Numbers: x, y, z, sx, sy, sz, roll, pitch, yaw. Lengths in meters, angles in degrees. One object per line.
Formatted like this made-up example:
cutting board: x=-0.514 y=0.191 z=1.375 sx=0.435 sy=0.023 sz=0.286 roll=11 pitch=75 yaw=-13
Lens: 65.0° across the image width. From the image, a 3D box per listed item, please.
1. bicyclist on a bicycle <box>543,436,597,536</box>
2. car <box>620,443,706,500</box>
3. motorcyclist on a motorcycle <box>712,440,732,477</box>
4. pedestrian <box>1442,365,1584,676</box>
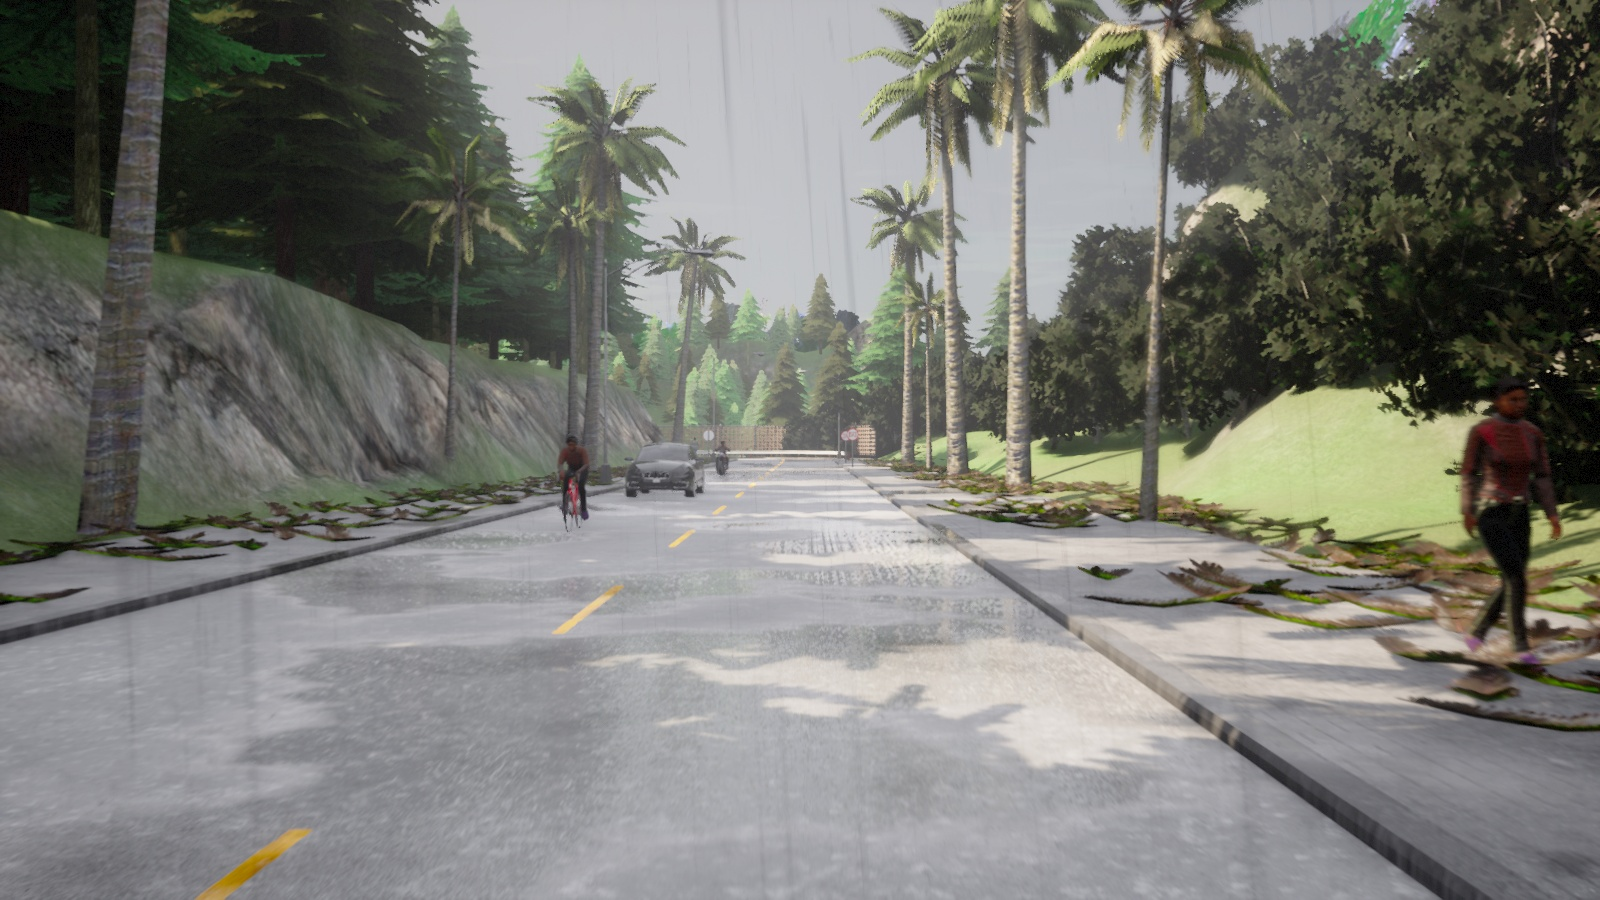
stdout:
bicyclist on a bicycle: x=-3.859 y=0.577 z=21.166 sx=0.582 sy=1.620 sz=1.656 roll=0 pitch=1 yaw=0
car: x=-3.769 y=0.549 z=35.275 sx=1.837 sy=1.490 sz=4.892 roll=0 pitch=0 yaw=0
motorcyclist on a motorcycle: x=-3.602 y=0.368 z=57.861 sx=0.766 sy=1.649 sz=2.350 roll=0 pitch=1 yaw=0
pedestrian: x=4.360 y=0.406 z=7.724 sx=0.328 sy=1.805 sz=0.869 roll=0 pitch=0 yaw=-4
